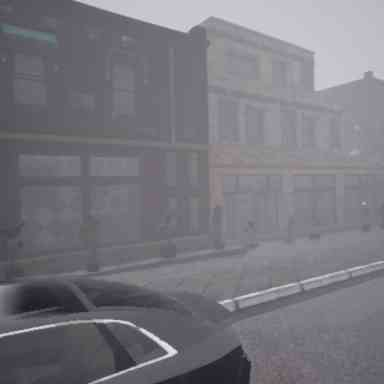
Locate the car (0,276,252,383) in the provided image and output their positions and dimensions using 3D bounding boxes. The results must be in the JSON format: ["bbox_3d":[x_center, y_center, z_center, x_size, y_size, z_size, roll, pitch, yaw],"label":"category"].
[{"bbox_3d":[-1.749,1.506,2.219,4.892,1.490,1.837,0,0,-35],"label":"car"}]
